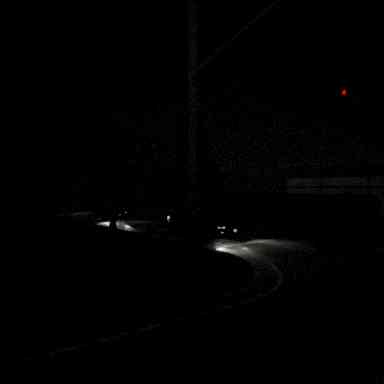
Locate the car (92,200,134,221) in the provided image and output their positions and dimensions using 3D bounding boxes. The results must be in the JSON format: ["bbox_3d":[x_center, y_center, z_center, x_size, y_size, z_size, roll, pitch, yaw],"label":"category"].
[{"bbox_3d":[-6.767,1.506,27.307,1.837,1.490,4.892,0,0,-32],"label":"car"}]

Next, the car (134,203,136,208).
[{"bbox_3d":[-8.727,1.601,39.489,1.895,1.301,4.718,0,0,27],"label":"car"}]

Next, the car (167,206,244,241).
[{"bbox_3d":[0.536,1.505,17.010,1.837,1.490,4.892,0,0,-36],"label":"car"}]
